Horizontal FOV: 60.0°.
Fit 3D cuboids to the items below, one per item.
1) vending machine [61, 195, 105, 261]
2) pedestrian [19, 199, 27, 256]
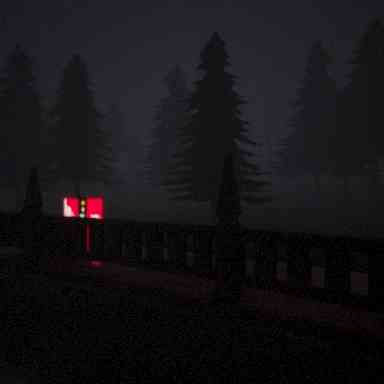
[{"bbox_3d":[-3.700,1.159,11.338,0.880,2.100,1.100,0,0,30],"label":"vending machine"},{"bbox_3d":[-5.254,1.102,10.562,0.375,1.860,0.375,0,0,30],"label":"pedestrian"}]
